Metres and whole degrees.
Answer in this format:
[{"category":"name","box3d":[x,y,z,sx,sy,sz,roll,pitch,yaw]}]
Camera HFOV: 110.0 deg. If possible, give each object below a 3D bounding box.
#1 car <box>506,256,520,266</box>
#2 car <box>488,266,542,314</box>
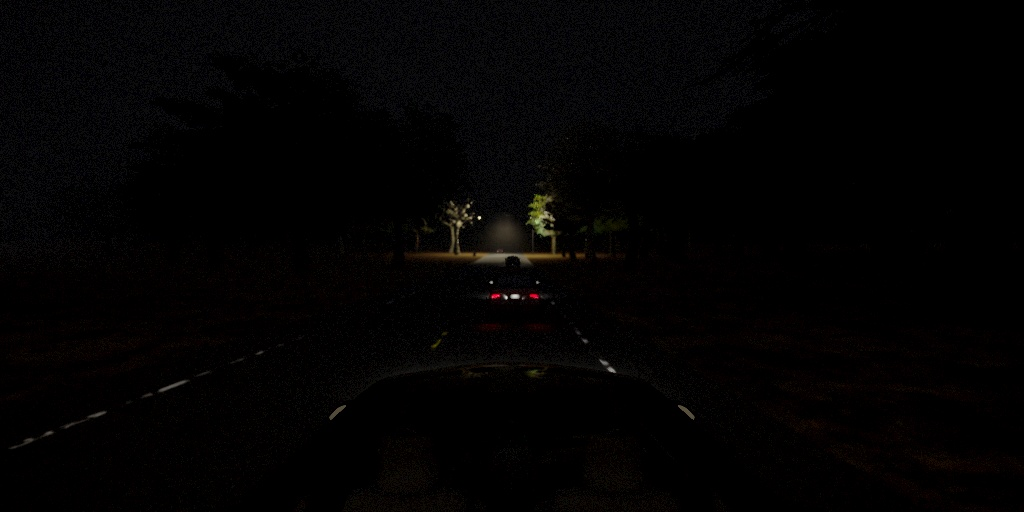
[{"category":"car","box3d":[0.095,0.731,48.416,1.837,1.490,4.892,0,2,0]},{"category":"car","box3d":[0.094,1.309,13.768,2.033,1.411,5.357,0,0,0]}]
